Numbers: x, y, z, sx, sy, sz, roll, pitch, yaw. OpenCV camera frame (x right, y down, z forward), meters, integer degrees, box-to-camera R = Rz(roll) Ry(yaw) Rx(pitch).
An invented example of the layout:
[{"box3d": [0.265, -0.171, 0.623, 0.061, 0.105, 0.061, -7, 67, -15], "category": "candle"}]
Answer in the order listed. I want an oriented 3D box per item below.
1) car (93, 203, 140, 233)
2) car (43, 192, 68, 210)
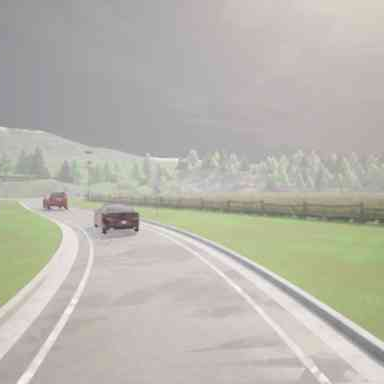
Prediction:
[{"box3d": [-4.367, 1.357, 18.822, 1.882, 1.535, 5.008, 0, 0, -23], "category": "car"}, {"box3d": [-16.247, 1.006, 39.510, 2.150, 2.045, 5.566, -1, 1, -30], "category": "car"}]
